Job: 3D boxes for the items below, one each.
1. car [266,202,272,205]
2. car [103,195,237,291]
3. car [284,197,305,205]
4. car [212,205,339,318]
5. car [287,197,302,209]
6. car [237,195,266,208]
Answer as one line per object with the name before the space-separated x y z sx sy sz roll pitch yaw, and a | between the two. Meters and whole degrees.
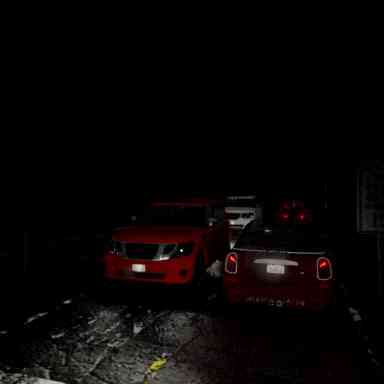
car | 6.770 1.622 31.982 1.895 1.301 4.718 0 0 18
car | -0.301 1.227 9.559 2.150 2.045 5.566 0 0 17
car | 11.239 1.377 36.567 2.097 1.767 4.553 0 0 18
car | 2.090 1.357 7.788 2.097 1.767 4.553 0 0 18
car | 14.241 1.508 46.212 1.882 1.535 5.008 0 0 18
car | 2.908 1.235 19.813 2.150 2.045 5.566 0 0 18
